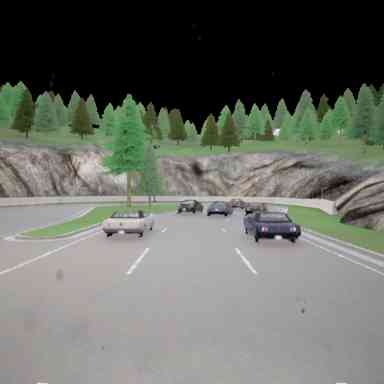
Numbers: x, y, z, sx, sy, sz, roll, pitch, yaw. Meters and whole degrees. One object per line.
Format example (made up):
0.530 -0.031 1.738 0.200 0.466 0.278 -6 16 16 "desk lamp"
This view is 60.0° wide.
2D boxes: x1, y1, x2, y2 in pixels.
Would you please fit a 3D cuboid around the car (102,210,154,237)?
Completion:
-3.245 1.601 17.997 1.895 1.301 4.718 0 0 2 "car"

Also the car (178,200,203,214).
-0.116 1.526 34.859 1.812 1.442 4.674 0 0 16 "car"

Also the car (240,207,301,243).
3.687 1.601 16.146 1.895 1.301 4.718 0 0 1 "car"

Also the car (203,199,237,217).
2.774 1.564 32.073 1.994 1.385 4.181 0 0 15 "car"

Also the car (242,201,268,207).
6.346 1.601 32.217 1.895 1.301 4.718 0 0 16 "car"

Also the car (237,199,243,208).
5.780 1.547 43.024 2.033 1.411 5.357 0 0 14 "car"
